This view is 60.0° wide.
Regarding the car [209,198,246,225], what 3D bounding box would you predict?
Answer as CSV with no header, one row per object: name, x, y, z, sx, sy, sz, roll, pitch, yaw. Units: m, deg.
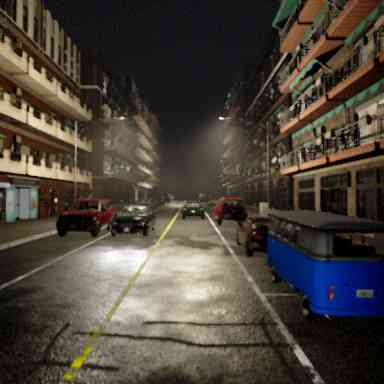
car,2.704,1.337,24.027,2.192,1.841,5.009,1,0,0

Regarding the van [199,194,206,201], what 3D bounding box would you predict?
van,2.688,1.436,86.307,1.690,1.788,3.998,1,0,0

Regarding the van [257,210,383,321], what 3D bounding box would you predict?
van,2.704,1.347,7.042,1.690,1.788,3.998,1,0,0

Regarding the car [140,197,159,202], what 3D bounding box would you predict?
car,-5.680,1.590,41.051,2.008,1.369,4.403,1,0,0

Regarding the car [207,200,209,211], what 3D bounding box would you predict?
car,2.701,1.593,29.689,1.947,1.339,4.313,1,0,0

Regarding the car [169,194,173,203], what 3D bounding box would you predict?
car,-5.678,1.387,69.361,2.192,1.841,5.009,1,0,0

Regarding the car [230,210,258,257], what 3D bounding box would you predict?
car,2.701,1.593,12.703,1.802,1.307,4.206,1,0,0

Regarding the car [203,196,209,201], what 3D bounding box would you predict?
car,2.700,1.590,41.013,2.008,1.369,4.403,1,0,0

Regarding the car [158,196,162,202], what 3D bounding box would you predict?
car,-5.680,1.570,46.544,1.752,1.417,4.829,1,0,0

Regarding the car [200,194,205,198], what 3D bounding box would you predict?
car,2.701,1.598,69.492,1.752,1.417,4.829,1,0,0

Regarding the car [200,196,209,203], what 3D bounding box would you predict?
car,2.703,1.624,74.983,1.887,1.381,4.507,1,0,0

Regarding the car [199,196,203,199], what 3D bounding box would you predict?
car,0.099,1.644,45.503,1.895,1.301,4.718,0,0,0

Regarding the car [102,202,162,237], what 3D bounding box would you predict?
car,-3.081,1.508,18.152,2.128,1.511,4.902,0,0,0

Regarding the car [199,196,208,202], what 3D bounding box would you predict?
car,2.706,1.653,80.645,1.947,1.339,4.313,1,0,0

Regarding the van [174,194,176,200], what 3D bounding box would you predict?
van,-5.679,1.444,92.007,1.690,1.788,3.998,1,0,0

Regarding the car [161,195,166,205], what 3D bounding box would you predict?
car,-5.680,1.596,52.374,1.887,1.381,4.507,1,0,0

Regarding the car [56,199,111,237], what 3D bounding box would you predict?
car,-5.675,1.332,18.405,2.192,1.841,5.009,1,0,0

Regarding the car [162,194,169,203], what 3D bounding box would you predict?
car,-5.679,1.498,58.037,1.967,1.590,4.097,1,0,0

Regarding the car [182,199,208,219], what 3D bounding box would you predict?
car,0.099,1.592,29.872,1.994,1.385,4.181,0,0,0
